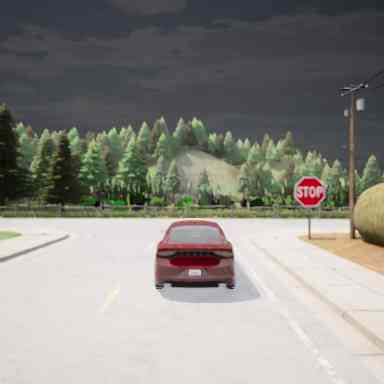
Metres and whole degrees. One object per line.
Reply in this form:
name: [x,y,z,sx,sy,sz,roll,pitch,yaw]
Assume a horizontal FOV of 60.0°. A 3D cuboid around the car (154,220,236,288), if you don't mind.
car: [0.077,1.524,9.380,1.882,1.535,5.008,0,0,0]
